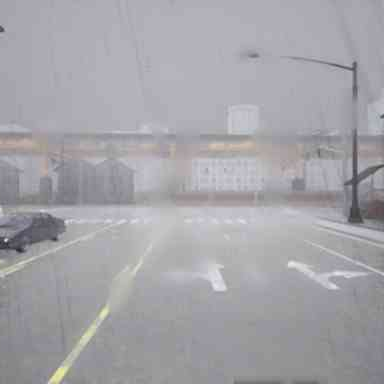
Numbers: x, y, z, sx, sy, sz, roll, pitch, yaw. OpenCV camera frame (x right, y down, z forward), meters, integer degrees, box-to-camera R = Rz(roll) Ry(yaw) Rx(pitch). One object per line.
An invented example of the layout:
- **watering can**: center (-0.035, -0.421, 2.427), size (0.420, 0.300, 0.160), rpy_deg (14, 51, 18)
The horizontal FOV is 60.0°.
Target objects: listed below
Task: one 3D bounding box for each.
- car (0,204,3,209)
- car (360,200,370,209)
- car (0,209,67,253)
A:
- **car**: center (-10.587, 1.236, 14.725), size (2.150, 2.045, 5.566), rpy_deg (0, 0, -1)
- **car**: center (18.670, 1.539, 33.396), size (4.892, 1.490, 1.837), rpy_deg (0, 0, 0)
- **car**: center (-7.080, 1.562, 14.056), size (2.033, 1.411, 5.357), rpy_deg (0, 0, 1)
